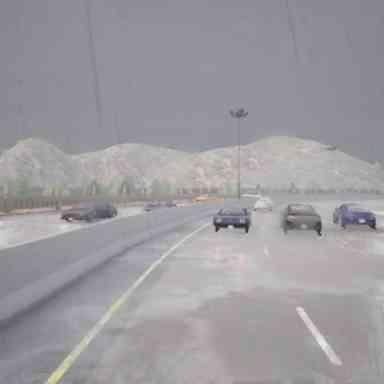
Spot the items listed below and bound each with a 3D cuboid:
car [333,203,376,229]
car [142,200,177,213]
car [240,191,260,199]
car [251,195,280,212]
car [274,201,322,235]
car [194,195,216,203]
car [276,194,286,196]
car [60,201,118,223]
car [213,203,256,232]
[{"bbox_3d":[10.067,1.440,20.808,1.812,1.442,4.674,0,0,14],"label":"car"},{"bbox_3d":[-2.629,1.399,27.871,1.994,1.385,4.181,0,0,17],"label":"car"},{"bbox_3d":[10.869,0.907,61.952,2.150,2.045,5.566,0,0,37],"label":"car"},{"bbox_3d":[8.053,1.347,36.217,1.812,1.442,4.674,0,0,23],"label":"car"},{"bbox_3d":[5.839,1.407,18.167,2.128,1.511,4.902,0,0,12],"label":"car"},{"bbox_3d":[2.241,1.172,55.506,1.882,1.535,5.008,0,0,32],"label":"car"},{"bbox_3d":[16.667,1.174,63.601,1.837,1.490,4.892,0,1,40],"label":"car"},{"bbox_3d":[-7.304,1.388,24.344,2.033,1.411,5.357,0,0,14],"label":"car"},{"bbox_3d":[2.490,1.500,19.353,1.895,1.301,4.718,0,0,13],"label":"car"}]
